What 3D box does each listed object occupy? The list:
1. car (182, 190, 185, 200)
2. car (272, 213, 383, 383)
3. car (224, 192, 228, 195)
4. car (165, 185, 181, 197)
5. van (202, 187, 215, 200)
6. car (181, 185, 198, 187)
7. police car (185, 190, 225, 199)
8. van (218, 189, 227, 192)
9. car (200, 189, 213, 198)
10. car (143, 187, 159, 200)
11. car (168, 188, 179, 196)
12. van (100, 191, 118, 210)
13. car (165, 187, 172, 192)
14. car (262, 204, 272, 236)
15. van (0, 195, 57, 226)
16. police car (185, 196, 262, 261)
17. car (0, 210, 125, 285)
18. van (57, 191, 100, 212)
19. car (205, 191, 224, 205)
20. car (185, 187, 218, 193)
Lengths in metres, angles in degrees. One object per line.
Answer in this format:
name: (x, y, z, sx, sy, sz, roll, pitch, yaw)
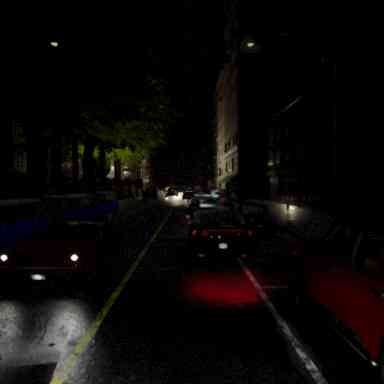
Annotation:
car: (-0.414, 0.443, 47.786, 1.994, 1.385, 4.181, 0, 1, 0)
car: (2.816, 1.212, 4.336, 2.192, 1.841, 5.009, 0, 1, -1)
car: (2.618, 0.956, 26.977, 1.802, 1.307, 4.206, 0, 1, -1)
car: (-3.530, -0.035, 58.741, 2.097, 1.767, 4.553, 0, 2, 0)
van: (2.418, 0.176, 49.606, 1.690, 1.788, 3.998, 0, 1, -1)
car: (-0.545, 0.030, 61.804, 2.128, 1.511, 4.902, 0, 1, -1)
police car: (0.712, 0.931, 21.379, 1.930, 1.638, 5.238, 0, 1, -1)
van: (2.567, 0.582, 32.630, 1.690, 1.788, 3.998, 0, 1, -1)
car: (2.369, 0.263, 55.269, 1.947, 1.339, 4.313, 0, 1, -1)
car: (-6.106, 0.156, 49.490, 2.192, 1.841, 5.009, 0, 1, -1)
car: (-3.575, -0.011, 65.222, 1.812, 1.442, 4.674, 0, 1, -1)
van: (-5.857, 0.853, 21.210, 1.690, 1.788, 3.998, 0, 1, -1)
car: (-6.490, -0.702, 92.999, 1.752, 1.417, 4.829, 0, 1, -1)
car: (2.718, 1.183, 15.658, 1.887, 1.381, 4.507, 0, 1, -1)
van: (-5.758, 1.115, 9.897, 1.690, 1.788, 3.998, 0, 1, -1)
police car: (0.800, 1.162, 11.383, 1.930, 1.638, 5.238, 0, 1, -1)
car: (-3.179, 1.393, 9.027, 1.895, 1.301, 4.718, 0, 1, -1)
van: (-5.808, 0.984, 15.553, 1.690, 1.788, 3.998, 0, 1, 0)
car: (2.518, 0.651, 38.293, 1.887, 1.381, 4.507, 0, 1, -1)
car: (0.659, 0.719, 27.235, 2.097, 1.767, 4.553, 0, 1, -1)
